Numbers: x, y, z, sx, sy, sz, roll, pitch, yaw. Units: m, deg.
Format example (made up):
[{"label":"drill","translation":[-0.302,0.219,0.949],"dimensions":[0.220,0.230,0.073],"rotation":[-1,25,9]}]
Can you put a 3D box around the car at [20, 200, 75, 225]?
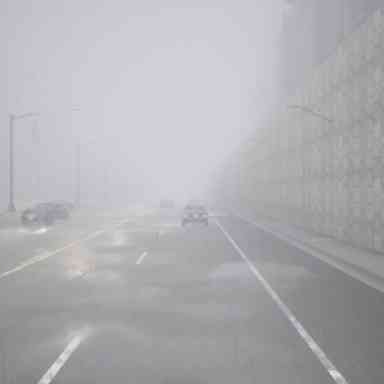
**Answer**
[{"label":"car","translation":[-10.481,1.481,24.058],"dimensions":[2.128,1.511,4.902],"rotation":[0,0,0]}]

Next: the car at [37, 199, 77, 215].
[{"label":"car","translation":[-13.873,1.534,34.580],"dimensions":[2.033,1.411,5.357],"rotation":[0,0,1]}]

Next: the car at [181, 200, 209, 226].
[{"label":"car","translation":[0.202,1.547,23.487],"dimensions":[2.033,1.411,5.357],"rotation":[0,0,0]}]

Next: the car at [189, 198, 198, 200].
[{"label":"car","translation":[0.210,1.547,44.746],"dimensions":[2.033,1.411,5.357],"rotation":[0,0,1]}]

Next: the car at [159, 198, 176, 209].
[{"label":"car","translation":[-3.287,1.544,44.756],"dimensions":[2.033,1.411,5.357],"rotation":[0,0,1]}]
